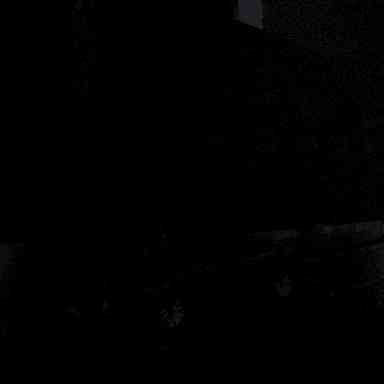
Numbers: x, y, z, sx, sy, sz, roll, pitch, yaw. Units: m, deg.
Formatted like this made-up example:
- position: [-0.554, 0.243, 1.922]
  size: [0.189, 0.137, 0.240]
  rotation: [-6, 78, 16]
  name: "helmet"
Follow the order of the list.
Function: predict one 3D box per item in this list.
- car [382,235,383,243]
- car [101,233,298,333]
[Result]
- position: [9.321, 1.519, 13.192]
  size: [4.829, 1.417, 1.752]
  rotation: [0, -1, -35]
  name: "car"
- position: [0.365, 1.564, 6.803]
  size: [4.313, 1.339, 1.947]
  rotation: [0, -1, -35]
  name: "car"
